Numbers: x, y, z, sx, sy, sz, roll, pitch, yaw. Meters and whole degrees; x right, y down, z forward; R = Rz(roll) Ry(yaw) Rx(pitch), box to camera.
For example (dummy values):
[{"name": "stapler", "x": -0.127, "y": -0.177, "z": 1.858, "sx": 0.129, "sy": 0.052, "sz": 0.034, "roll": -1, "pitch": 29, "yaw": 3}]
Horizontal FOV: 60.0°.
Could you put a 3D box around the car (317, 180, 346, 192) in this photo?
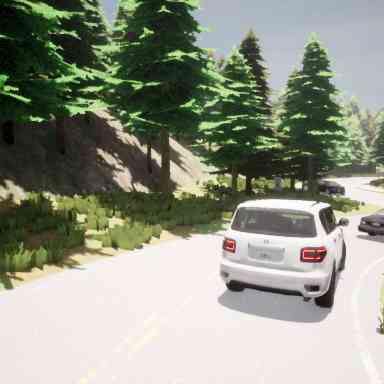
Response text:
[{"name": "car", "x": 16.074, "y": -0.561, "z": 38.909, "sx": 1.882, "sy": 1.535, "sz": 5.008, "roll": -1, "pitch": 5, "yaw": -2}]

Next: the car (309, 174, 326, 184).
[{"name": "car", "x": 22.062, "y": -2.333, "z": 58.231, "sx": 1.882, "sy": 1.535, "sz": 5.008, "roll": 3, "pitch": 6, "yaw": 31}]

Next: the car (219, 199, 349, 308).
[{"name": "car", "x": 2.551, "y": 1.198, "z": 8.361, "sx": 2.150, "sy": 2.045, "sz": 5.566, "roll": 3, "pitch": 2, "yaw": 27}]

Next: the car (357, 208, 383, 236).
[{"name": "car", "x": 10.132, "y": 1.410, "z": 15.808, "sx": 5.357, "sy": 1.411, "sz": 2.033, "roll": -1, "pitch": 5, "yaw": -32}]
